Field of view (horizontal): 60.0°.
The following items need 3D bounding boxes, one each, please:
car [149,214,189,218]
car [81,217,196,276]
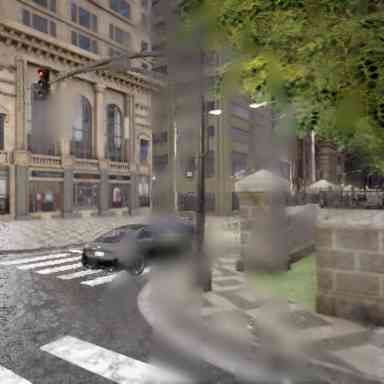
[{"bbox_3d":[-1.386,1.876,17.333,2.033,1.411,5.357,-1,-1,35],"label":"car"},{"bbox_3d":[-1.666,1.780,11.309,1.994,1.385,4.181,-1,-1,29],"label":"car"}]
